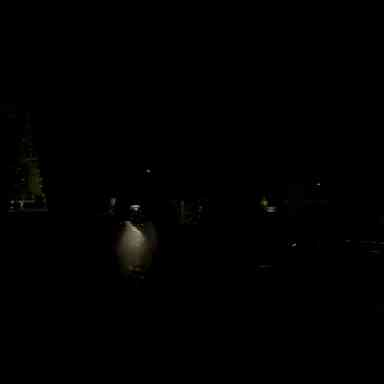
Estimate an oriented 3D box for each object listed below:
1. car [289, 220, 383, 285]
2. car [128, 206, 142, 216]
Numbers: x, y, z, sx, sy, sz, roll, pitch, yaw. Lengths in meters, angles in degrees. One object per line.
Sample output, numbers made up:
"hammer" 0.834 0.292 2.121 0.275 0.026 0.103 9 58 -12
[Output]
"car" 4.874 1.520 8.948 2.097 1.767 4.553 1 -2 -34
"car" -8.621 2.833 50.070 2.128 1.511 4.902 -1 -1 -15
